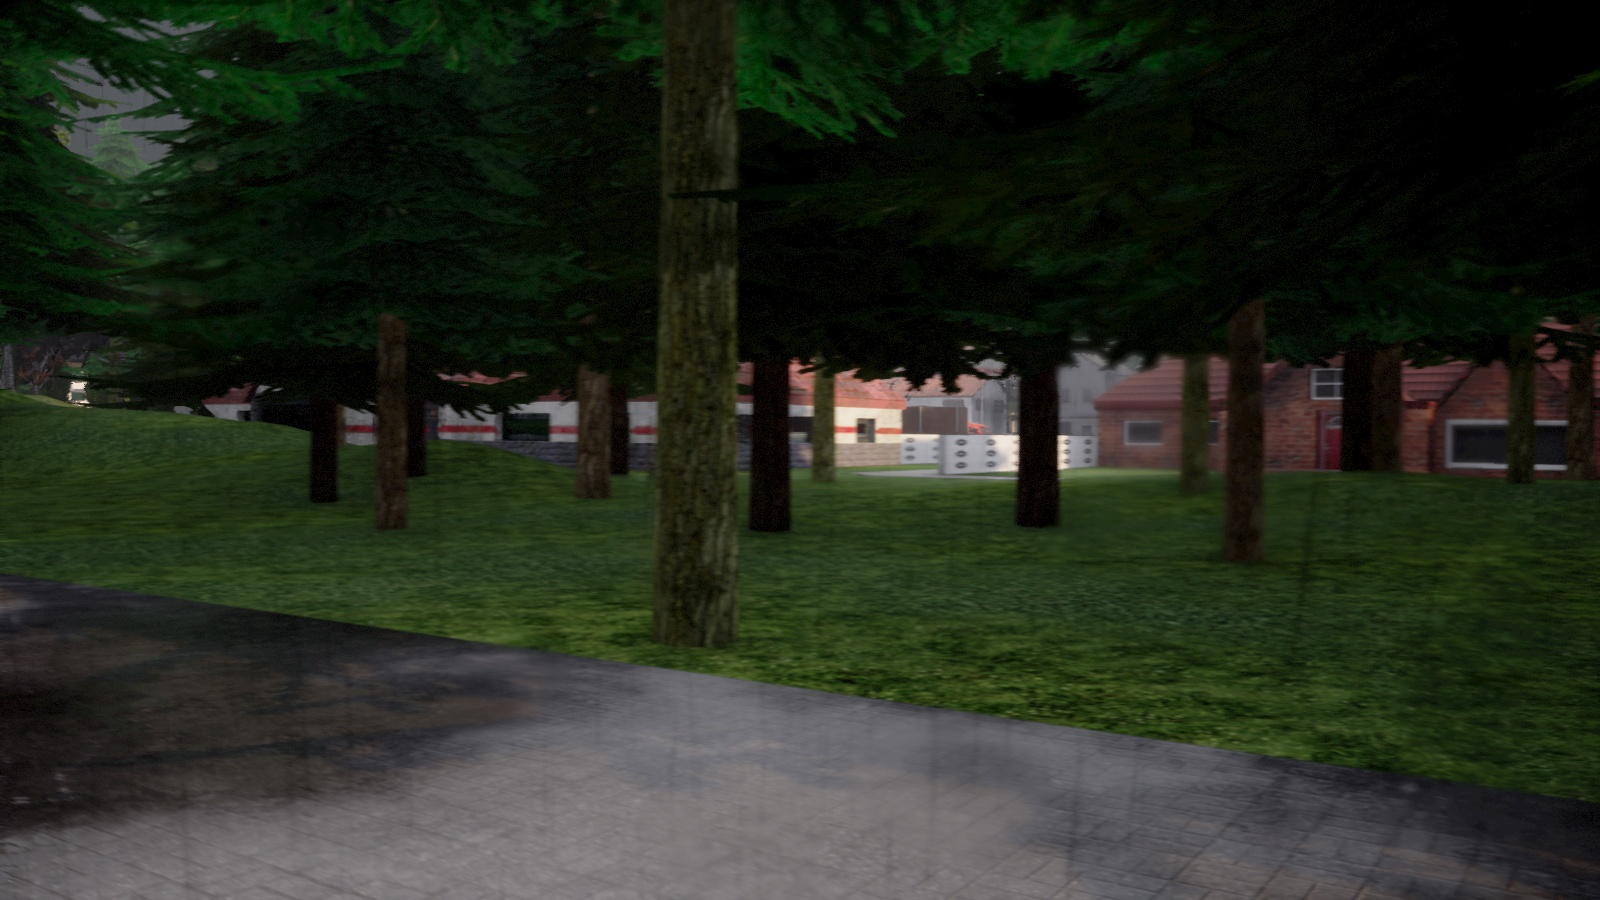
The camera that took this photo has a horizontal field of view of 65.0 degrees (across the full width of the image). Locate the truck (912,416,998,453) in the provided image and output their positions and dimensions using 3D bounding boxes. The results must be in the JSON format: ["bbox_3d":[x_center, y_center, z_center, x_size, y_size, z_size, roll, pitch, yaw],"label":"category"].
[{"bbox_3d":[10.620,-1.030,86.200,5.204,2.467,2.627,0,1,34],"label":"truck"}]
